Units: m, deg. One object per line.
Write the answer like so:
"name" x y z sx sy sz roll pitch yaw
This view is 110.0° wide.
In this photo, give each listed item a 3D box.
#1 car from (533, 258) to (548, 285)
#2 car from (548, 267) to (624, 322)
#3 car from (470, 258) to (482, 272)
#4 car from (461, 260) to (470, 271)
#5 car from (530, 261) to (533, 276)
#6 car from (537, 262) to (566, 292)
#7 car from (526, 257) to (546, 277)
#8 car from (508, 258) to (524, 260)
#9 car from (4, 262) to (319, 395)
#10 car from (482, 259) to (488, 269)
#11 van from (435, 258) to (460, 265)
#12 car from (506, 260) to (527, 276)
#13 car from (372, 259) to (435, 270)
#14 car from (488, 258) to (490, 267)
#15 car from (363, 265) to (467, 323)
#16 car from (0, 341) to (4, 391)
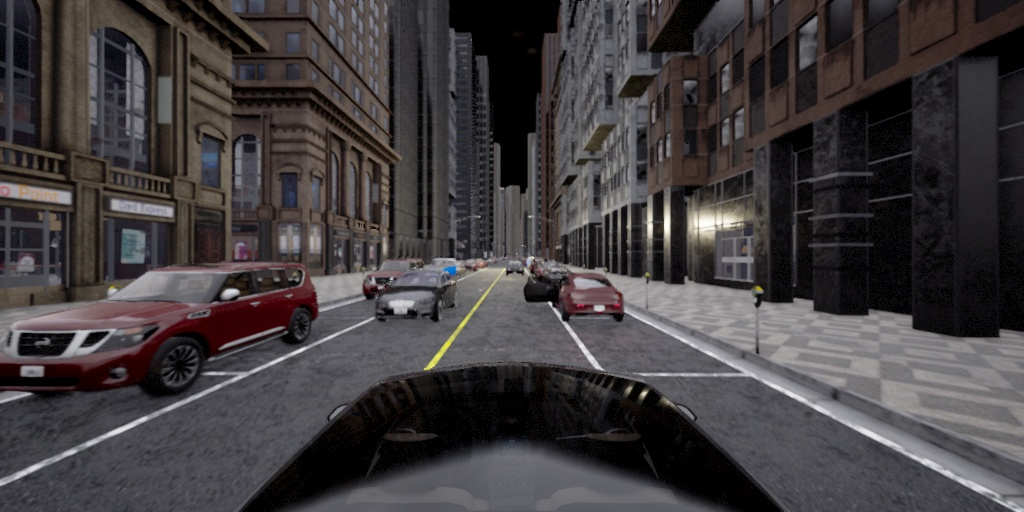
"car" 2.977 1.186 29.159 1.967 1.591 4.097 0 0 0
"car" 2.431 1.273 12.207 1.812 1.442 4.674 0 0 0
"car" -5.414 1.186 46.018 1.967 1.591 4.097 0 0 0
"car" -5.505 1.269 34.645 1.751 1.417 4.829 0 0 0
"car" 3.022 1.329 34.761 1.802 1.307 4.207 0 0 0
"car" 2.932 1.296 23.557 2.007 1.370 4.403 0 0 0
"car" 3.066 1.063 40.363 2.192 1.841 5.009 0 0 0
"car" 0.418 1.350 50.732 1.895 1.301 4.718 0 0 1
"car" -5.727 1.060 6.808 2.192 1.841 5.009 0 0 0
"car" -5.325 1.189 57.221 1.967 1.591 4.097 0 0 0
"van" -5.548 1.083 29.213 1.690 1.789 3.998 0 0 0
"car" 0.325 1.347 37.078 1.895 1.301 4.718 0 0 1
"car" -5.637 1.058 18.011 2.192 1.841 5.009 0 0 0
"car" -5.280 1.333 62.822 1.802 1.307 4.207 0 0 0
"car" -3.021 1.237 12.239 2.128 1.511 4.902 0 0 0
"car" -5.771 1.314 1.206 1.948 1.339 4.313 0 0 0
